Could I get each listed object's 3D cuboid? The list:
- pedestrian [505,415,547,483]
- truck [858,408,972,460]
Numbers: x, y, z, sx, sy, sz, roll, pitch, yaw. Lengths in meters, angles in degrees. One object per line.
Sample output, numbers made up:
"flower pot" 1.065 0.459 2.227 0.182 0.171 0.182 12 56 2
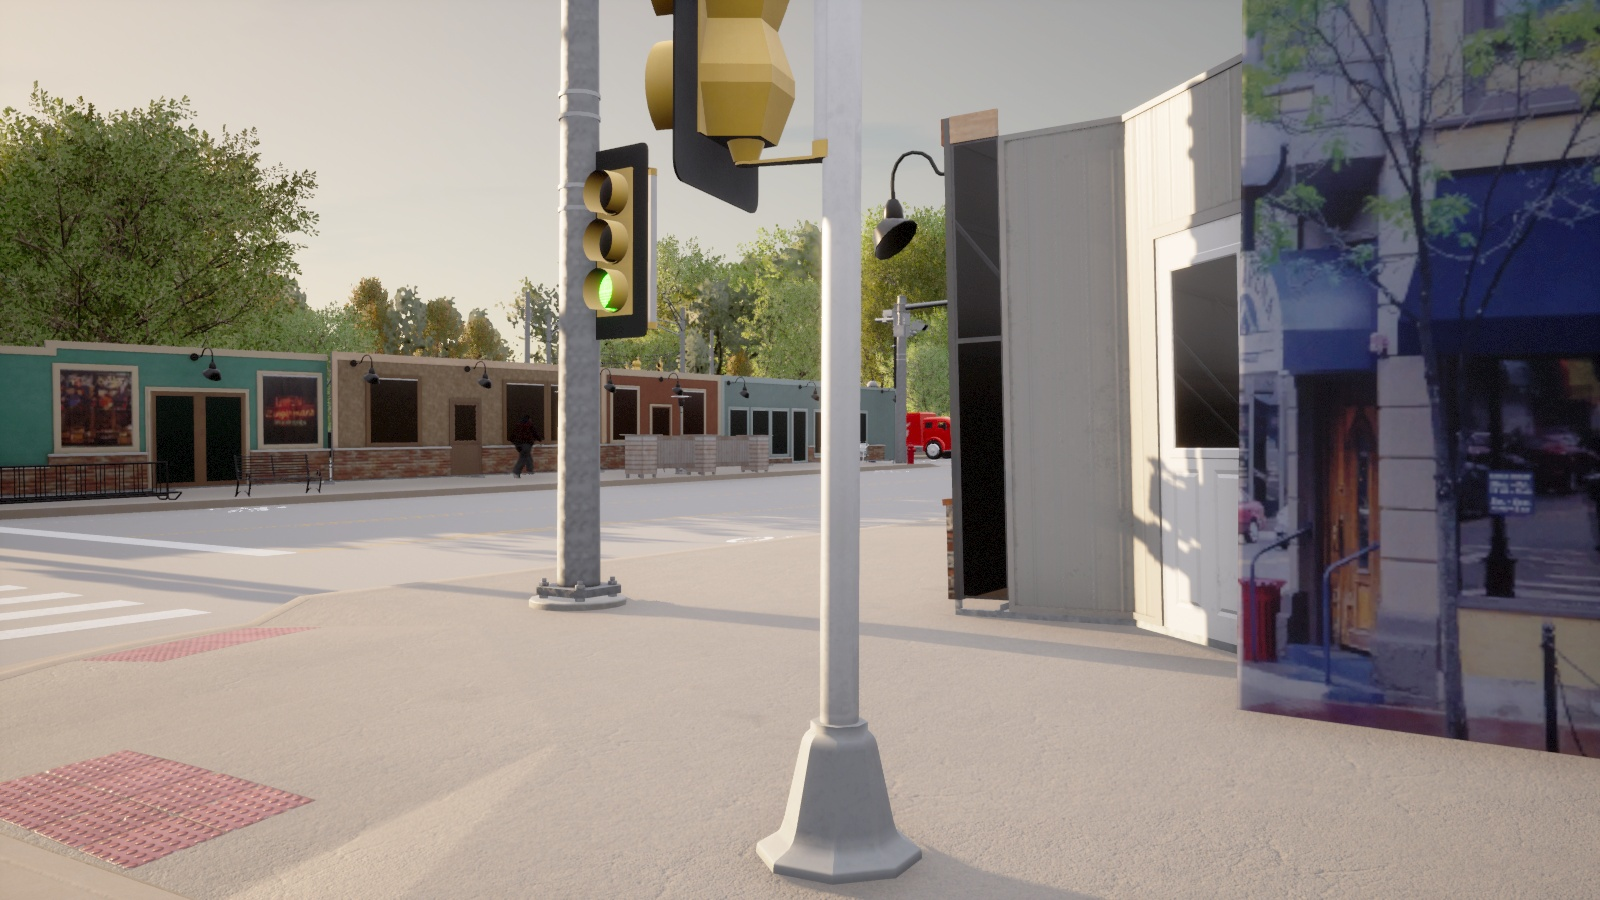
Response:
"pedestrian" -7.490 -0.029 34.337 0.634 1.844 0.899 0 1 33
"truck" 6.028 -0.824 65.672 5.204 2.467 2.627 -3 0 29
